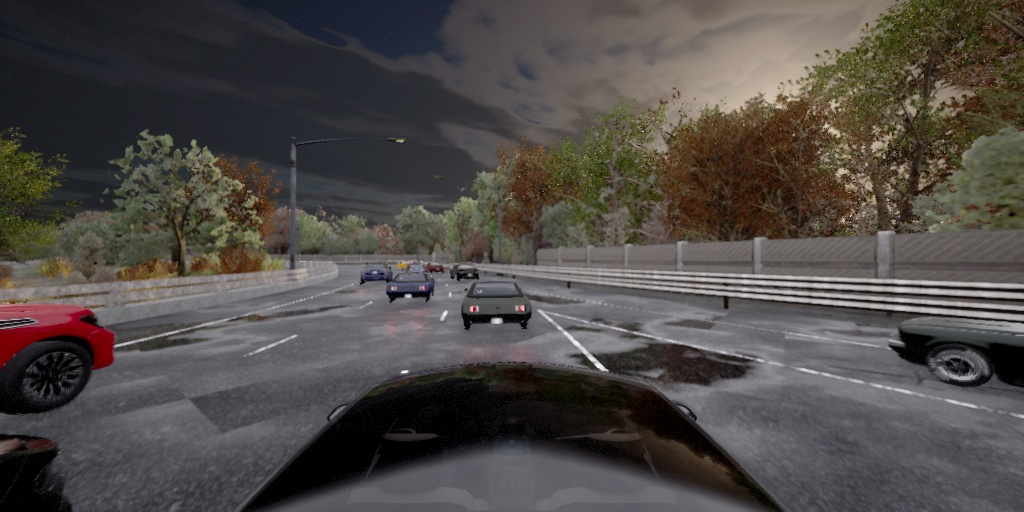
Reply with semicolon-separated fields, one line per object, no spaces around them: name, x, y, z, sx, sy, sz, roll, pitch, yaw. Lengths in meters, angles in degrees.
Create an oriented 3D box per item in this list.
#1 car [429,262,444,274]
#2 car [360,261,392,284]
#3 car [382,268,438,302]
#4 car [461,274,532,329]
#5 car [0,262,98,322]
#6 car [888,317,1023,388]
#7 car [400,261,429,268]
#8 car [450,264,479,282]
car;-10.578;1.579;48.274;1.882;1.535;5.008;0;-1;-25
car;-11.061;1.313;29.419;2.097;1.767;4.553;0;0;-15
car;-4.899;1.473;17.910;1.895;1.301;4.718;0;0;-9
car;-0.600;1.425;11.603;1.895;1.301;4.718;0;0;-5
car;-6.983;0.983;2.905;2.150;2.045;5.566;0;0;-1
car;8.465;1.370;4.748;1.895;1.301;4.718;0;-1;-34
car;-11.304;1.597;41.260;2.033;1.411;5.357;0;0;-22
car;-4.362;1.457;32.296;1.882;1.535;5.008;0;-1;-20
